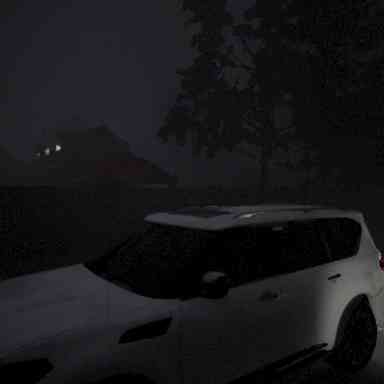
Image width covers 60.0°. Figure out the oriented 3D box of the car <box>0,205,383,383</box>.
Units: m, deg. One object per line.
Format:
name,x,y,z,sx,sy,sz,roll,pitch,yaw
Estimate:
car,0.222,1.220,4.115,5.566,2.045,2.150,0,0,-35
